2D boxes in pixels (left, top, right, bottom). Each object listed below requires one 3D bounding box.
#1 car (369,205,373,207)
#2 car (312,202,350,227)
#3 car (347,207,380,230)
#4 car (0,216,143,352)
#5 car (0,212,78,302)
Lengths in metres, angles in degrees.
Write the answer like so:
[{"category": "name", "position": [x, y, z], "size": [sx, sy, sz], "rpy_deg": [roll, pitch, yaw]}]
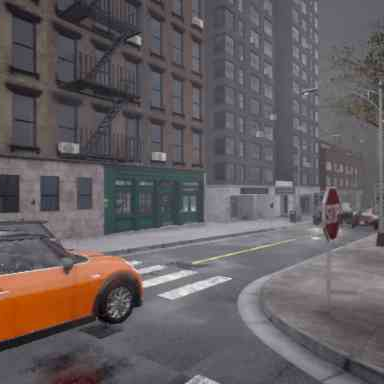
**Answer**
[{"category": "car", "position": [23.891, 2.494, 43.451], "size": [2.097, 1.767, 4.553], "rpy_deg": [0, -1, 39]}, {"category": "car", "position": [12.452, 1.914, 29.299], "size": [2.150, 2.045, 5.566], "rpy_deg": [0, -2, 39]}, {"category": "car", "position": [14.239, 2.182, 26.800], "size": [1.812, 1.442, 4.674], "rpy_deg": [0, -2, 39]}, {"category": "car", "position": [-2.931, 1.397, 5.311], "size": [2.097, 1.767, 4.553], "rpy_deg": [-1, -1, 39]}, {"category": "car", "position": [-5.123, 1.421, 7.287], "size": [2.097, 1.767, 4.553], "rpy_deg": [0, -1, 39]}]
